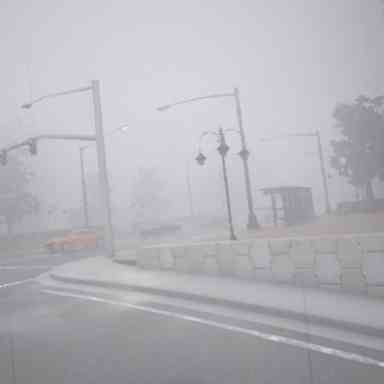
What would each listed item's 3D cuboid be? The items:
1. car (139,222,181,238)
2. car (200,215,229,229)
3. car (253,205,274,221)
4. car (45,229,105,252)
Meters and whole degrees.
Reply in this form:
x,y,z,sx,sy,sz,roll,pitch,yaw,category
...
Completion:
x,y,z,sx,sy,sz,roll,pitch,yaw,category
-3.242,3.847,34.247,1.895,1.301,4.718,-10,-6,36,car
2.915,3.716,42.615,2.128,1.511,4.902,-10,-6,36,car
10.157,2.945,46.406,2.150,2.045,5.566,-9,-5,35,car
-9.088,3.744,26.318,1.882,1.535,5.008,-10,-6,36,car
